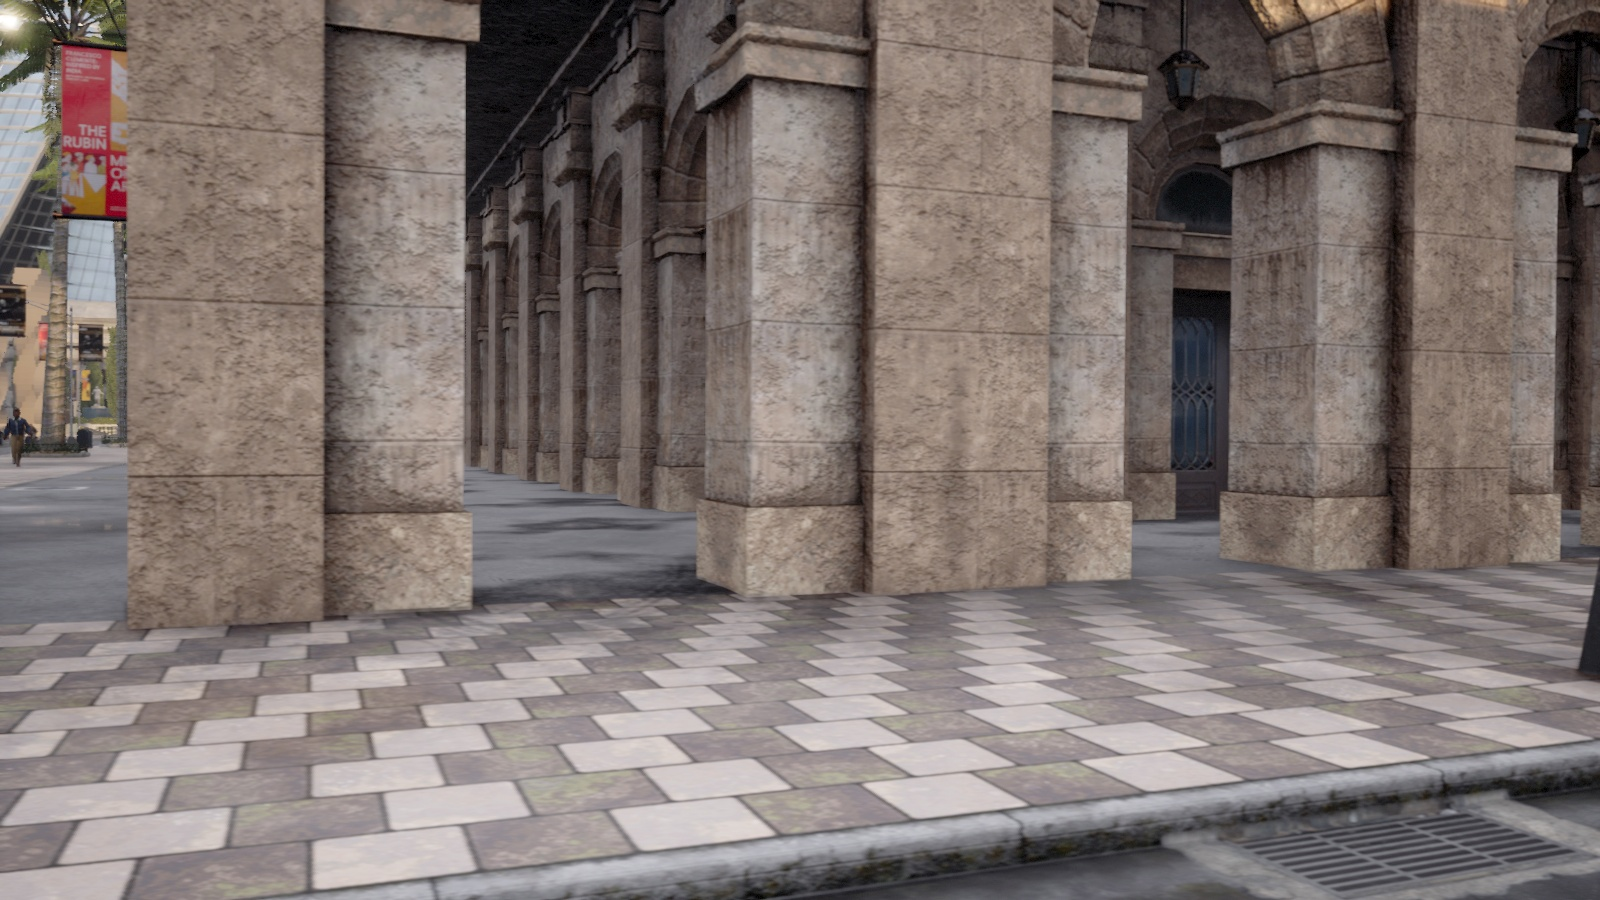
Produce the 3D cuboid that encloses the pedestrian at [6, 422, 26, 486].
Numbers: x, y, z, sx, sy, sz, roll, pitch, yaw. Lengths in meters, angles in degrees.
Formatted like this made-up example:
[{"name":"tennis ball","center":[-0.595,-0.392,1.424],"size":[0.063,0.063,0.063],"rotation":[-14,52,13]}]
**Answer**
[{"name":"pedestrian","center":[-24.303,0.124,38.927],"size":[0.423,1.949,0.788],"rotation":[-1,1,-29]}]
